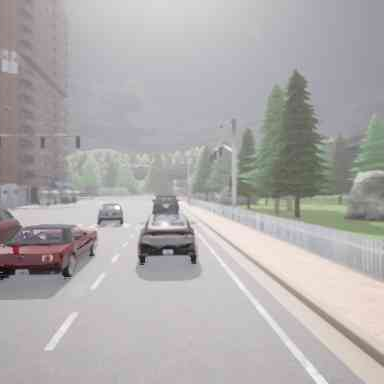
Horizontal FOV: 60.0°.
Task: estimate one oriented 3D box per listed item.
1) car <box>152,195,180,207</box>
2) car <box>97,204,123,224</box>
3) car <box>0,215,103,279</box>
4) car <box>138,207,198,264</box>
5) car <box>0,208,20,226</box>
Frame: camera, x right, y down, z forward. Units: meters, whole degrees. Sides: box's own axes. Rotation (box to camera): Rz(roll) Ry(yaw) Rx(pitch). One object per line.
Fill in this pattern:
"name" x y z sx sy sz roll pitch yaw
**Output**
"car" -2.216 1.246 28.317 2.150 2.045 5.566 0 0 -5
"car" -6.182 1.588 25.156 2.033 1.411 5.357 0 0 -14
"car" -4.198 1.624 10.109 1.895 1.301 4.718 0 0 -5
"car" -0.861 1.500 11.888 2.128 1.511 4.902 0 0 -4
"car" -8.003 1.392 11.976 2.097 1.767 4.553 0 0 -4
